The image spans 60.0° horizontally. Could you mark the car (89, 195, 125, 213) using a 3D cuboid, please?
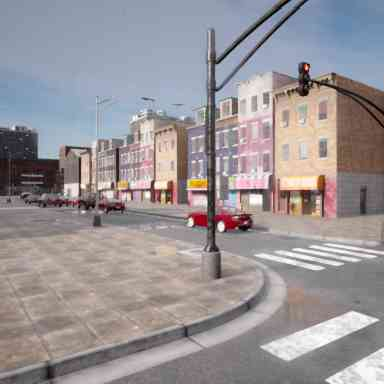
[{"bbox_3d":[-7.964,1.244,31.973,1.887,1.381,4.507,1,0,-35],"label":"car"}]

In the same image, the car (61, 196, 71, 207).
[{"bbox_3d":[-14.236,1.183,40.858,1.802,1.307,4.206,0,0,-35],"label":"car"}]

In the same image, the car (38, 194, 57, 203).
[{"bbox_3d":[-23.641,1.014,54.184,2.008,1.369,4.403,0,0,-35],"label":"car"}]

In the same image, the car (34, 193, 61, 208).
[{"bbox_3d":[-17.714,0.936,41.283,2.097,1.767,4.553,0,1,-35],"label":"car"}]

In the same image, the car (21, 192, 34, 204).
[{"bbox_3d":[-23.573,1.046,49.502,2.033,1.411,5.357,0,1,-35],"label":"car"}]

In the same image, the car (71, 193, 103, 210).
[{"bbox_3d":[-11.097,0.964,36.414,2.192,1.841,5.009,1,0,-35],"label":"car"}]

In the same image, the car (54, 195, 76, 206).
[{"bbox_3d":[-17.371,1.136,45.299,1.802,1.307,4.206,0,0,-35],"label":"car"}]

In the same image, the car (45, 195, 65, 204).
[{"bbox_3d":[-20.506,1.090,49.742,1.802,1.307,4.206,0,0,-35],"label":"car"}]

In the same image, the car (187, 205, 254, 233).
[{"bbox_3d":[1.442,1.403,18.647,1.887,1.381,4.507,1,0,-35],"label":"car"}]
